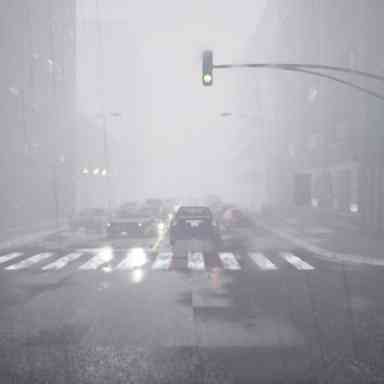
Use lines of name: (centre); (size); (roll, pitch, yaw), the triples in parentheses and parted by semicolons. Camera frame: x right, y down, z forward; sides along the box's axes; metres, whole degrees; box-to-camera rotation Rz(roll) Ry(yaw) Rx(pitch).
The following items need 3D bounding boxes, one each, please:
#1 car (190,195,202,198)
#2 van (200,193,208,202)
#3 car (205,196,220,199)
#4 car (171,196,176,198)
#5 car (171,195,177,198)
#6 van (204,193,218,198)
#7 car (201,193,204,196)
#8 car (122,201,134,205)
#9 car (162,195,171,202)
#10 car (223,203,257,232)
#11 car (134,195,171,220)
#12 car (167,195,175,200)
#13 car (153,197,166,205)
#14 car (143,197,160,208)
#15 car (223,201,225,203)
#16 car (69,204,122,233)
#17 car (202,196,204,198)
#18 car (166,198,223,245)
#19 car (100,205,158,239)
car: (0.103, 1.450, 45.444); (1.812, 1.442, 4.674); (0, 0, 0)
van: (2.686, 1.229, 74.646); (1.690, 1.788, 3.998); (-1, 0, 0)
car: (2.686, 1.482, 35.982); (1.887, 1.381, 4.507); (0, 0, 0)
car: (-3.083, 1.462, 37.090); (1.812, 1.442, 4.674); (0, 0, 0)
car: (-2.997, 1.450, 53.006); (1.812, 1.442, 4.674); (0, 0, 0)
van: (2.684, 1.271, 41.505); (1.690, 1.788, 3.998); (0, 0, 0)
car: (2.687, 1.425, 63.769); (1.752, 1.417, 4.829); (-1, 0, 0)
car: (-5.695, 1.512, 30.472); (1.947, 1.339, 4.313); (0, 0, 0)
car: (-5.694, 1.413, 74.490); (1.752, 1.417, 4.829); (0, 0, 0)
car: (2.685, 1.546, 19.412); (1.802, 1.307, 4.206); (0, 0, 0)
car: (-3.087, 1.303, 27.073); (2.097, 1.767, 4.553); (0, 0, 0)
car: (-5.692, 1.436, 91.229); (1.947, 1.339, 4.313); (0, 0, 0)
car: (-5.694, 1.489, 58.089); (1.802, 1.307, 4.206); (0, 0, 0)
car: (-5.695, 1.466, 47.042); (1.887, 1.381, 4.507); (0, 0, 0)
car: (2.685, 1.520, 24.935); (1.947, 1.339, 4.313); (0, 0, 0)
car: (-5.696, 1.530, 19.424); (1.947, 1.339, 4.313); (0, 0, 0)
car: (2.686, 1.488, 47.029); (1.947, 1.339, 4.313); (0, 0, 0)
car: (0.102, 1.322, 15.517); (2.097, 1.767, 4.553); (0, 0, 0)
car: (-3.093, 1.568, 17.348); (1.895, 1.301, 4.718); (0, 0, 0)
